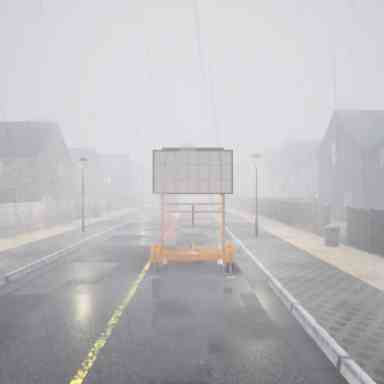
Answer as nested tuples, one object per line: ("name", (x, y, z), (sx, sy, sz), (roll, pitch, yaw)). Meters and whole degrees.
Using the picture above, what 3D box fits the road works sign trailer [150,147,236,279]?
("road works sign trailer", (0.027, 0.466, 10.071), (2.380, 3.560, 2.880), (0, 0, 1))

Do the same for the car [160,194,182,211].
("car", (-2.757, 1.313, 42.242), (2.150, 2.045, 5.566), (0, 0, 0))

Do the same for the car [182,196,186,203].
("car", (-2.577, 1.721, 79.715), (2.097, 1.767, 4.553), (0, 0, 0))
